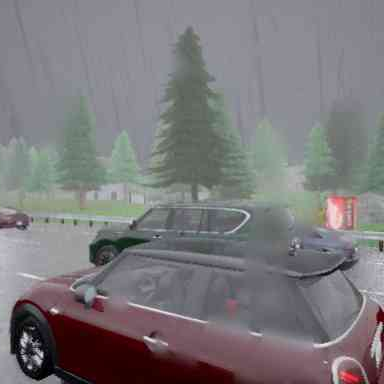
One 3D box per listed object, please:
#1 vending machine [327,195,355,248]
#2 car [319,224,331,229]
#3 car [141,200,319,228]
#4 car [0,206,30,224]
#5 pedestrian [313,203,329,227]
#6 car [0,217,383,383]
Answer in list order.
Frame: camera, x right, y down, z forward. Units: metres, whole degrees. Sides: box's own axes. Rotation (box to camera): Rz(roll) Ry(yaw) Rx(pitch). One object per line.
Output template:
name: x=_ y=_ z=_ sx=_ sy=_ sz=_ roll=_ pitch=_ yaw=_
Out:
vending machine: x=6.321 y=1.199 z=14.092 sx=0.880 sy=2.100 sz=1.100 roll=0 pitch=0 yaw=35
car: x=2.917 y=1.568 z=10.359 sx=4.181 sy=1.385 sz=1.994 roll=0 pitch=0 yaw=35
car: x=-0.083 y=1.228 z=8.212 sx=5.566 sy=2.045 sz=2.150 roll=0 pitch=0 yaw=34
car: x=-11.472 y=1.550 z=19.472 sx=4.674 sy=1.442 sz=1.812 roll=0 pitch=0 yaw=30
pedestrian: x=5.395 y=1.298 z=13.903 sx=0.375 sy=1.860 sz=0.375 roll=0 pitch=0 yaw=35
car: x=-0.185 y=1.355 z=3.993 sx=4.553 sy=1.767 sz=2.097 roll=0 pitch=0 yaw=35
